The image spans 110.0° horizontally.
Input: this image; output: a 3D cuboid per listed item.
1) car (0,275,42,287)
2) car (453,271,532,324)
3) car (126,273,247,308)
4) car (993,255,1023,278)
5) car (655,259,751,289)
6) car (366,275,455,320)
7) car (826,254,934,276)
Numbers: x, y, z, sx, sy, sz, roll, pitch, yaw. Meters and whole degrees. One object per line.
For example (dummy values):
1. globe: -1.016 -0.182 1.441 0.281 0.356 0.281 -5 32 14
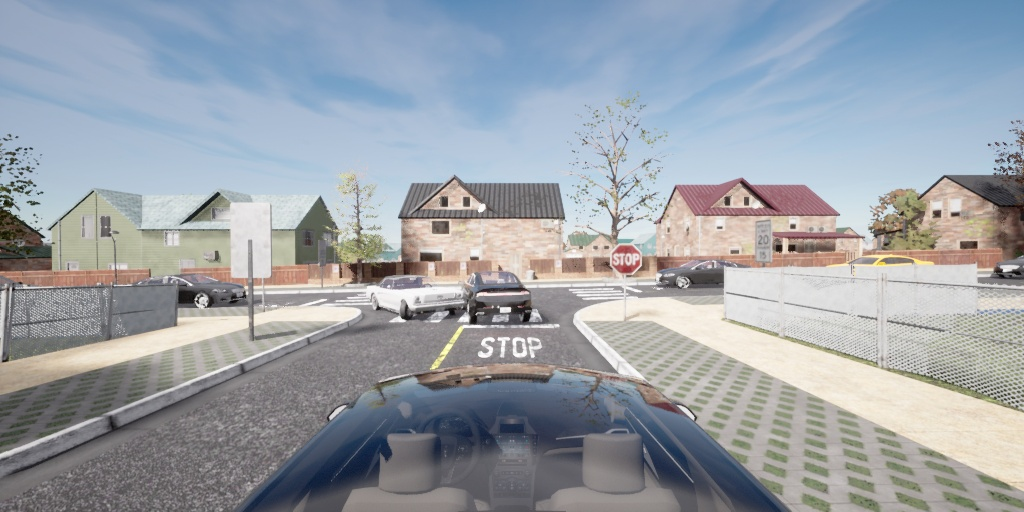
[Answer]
1. car: -24.236 1.646 16.340 4.553 1.767 2.097 -1 1 0
2. car: -0.683 1.242 12.020 2.128 1.511 4.902 0 0 -12
3. car: -14.899 1.565 16.378 4.902 1.511 2.128 -1 1 0
4. car: 29.389 0.476 19.494 4.902 1.511 2.128 -1 1 0
5. car: 10.335 0.924 19.426 4.902 1.511 2.128 -1 1 0
6. car: -3.600 1.367 12.880 1.895 1.301 4.718 0 0 -38
7. car: 19.765 0.689 19.460 5.008 1.535 1.882 -1 1 -1
